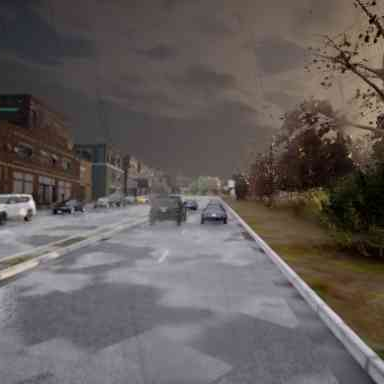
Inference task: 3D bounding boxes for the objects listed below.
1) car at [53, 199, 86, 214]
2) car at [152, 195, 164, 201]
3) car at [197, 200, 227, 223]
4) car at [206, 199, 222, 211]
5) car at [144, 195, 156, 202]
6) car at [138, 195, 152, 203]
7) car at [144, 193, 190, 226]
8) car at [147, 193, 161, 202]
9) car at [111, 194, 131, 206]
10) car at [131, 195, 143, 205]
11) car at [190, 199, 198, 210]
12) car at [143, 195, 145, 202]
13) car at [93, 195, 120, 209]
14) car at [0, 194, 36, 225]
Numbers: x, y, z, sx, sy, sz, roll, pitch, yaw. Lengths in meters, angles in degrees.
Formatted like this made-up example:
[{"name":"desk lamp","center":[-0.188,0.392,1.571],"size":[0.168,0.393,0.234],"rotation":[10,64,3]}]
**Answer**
[{"name":"car","center":[-12.791,1.508,34.959],"size":[2.163,1.488,4.792],"rotation":[0,0,4]},{"name":"car","center":[-9.200,1.626,90.129],"size":[2.231,1.521,4.892],"rotation":[0,0,4]},{"name":"car","center":[1.712,1.621,25.944],"size":[1.994,1.385,4.181],"rotation":[0,0,4]},{"name":"car","center":[2.924,1.663,43.354],"size":[1.994,1.385,4.181],"rotation":[0,0,4]},{"name":"car","center":[-9.936,1.591,78.787],"size":[1.946,1.575,5.366],"rotation":[0,0,4]},{"name":"car","center":[-10.281,1.455,73.490],"size":[2.185,1.767,4.553],"rotation":[0,0,4]},{"name":"car","center":[-1.653,1.272,24.203],"size":[2.150,2.045,5.566],"rotation":[0,0,4]},{"name":"car","center":[-9.567,1.358,84.458],"size":[2.435,2.045,5.566],"rotation":[0,0,4]},{"name":"car","center":[-11.711,1.271,51.502],"size":[2.435,2.045,5.566],"rotation":[0,0,4]},{"name":"car","center":[-11.155,1.548,60.906],"size":[2.231,1.521,4.892],"rotation":[0,0,4]},{"name":"car","center":[-0.288,1.659,43.893],"size":[1.994,1.385,4.181],"rotation":[0,0,4]},{"name":"car","center":[-10.654,1.562,67.760],"size":[1.946,1.575,5.366],"rotation":[0,0,4]},{"name":"car","center":[-12.067,1.509,46.023],"size":[2.231,1.521,4.892],"rotation":[0,0,4]},{"name":"car","center":[-13.502,1.198,23.936],"size":[2.435,2.045,5.566],"rotation":[0,0,4]}]
